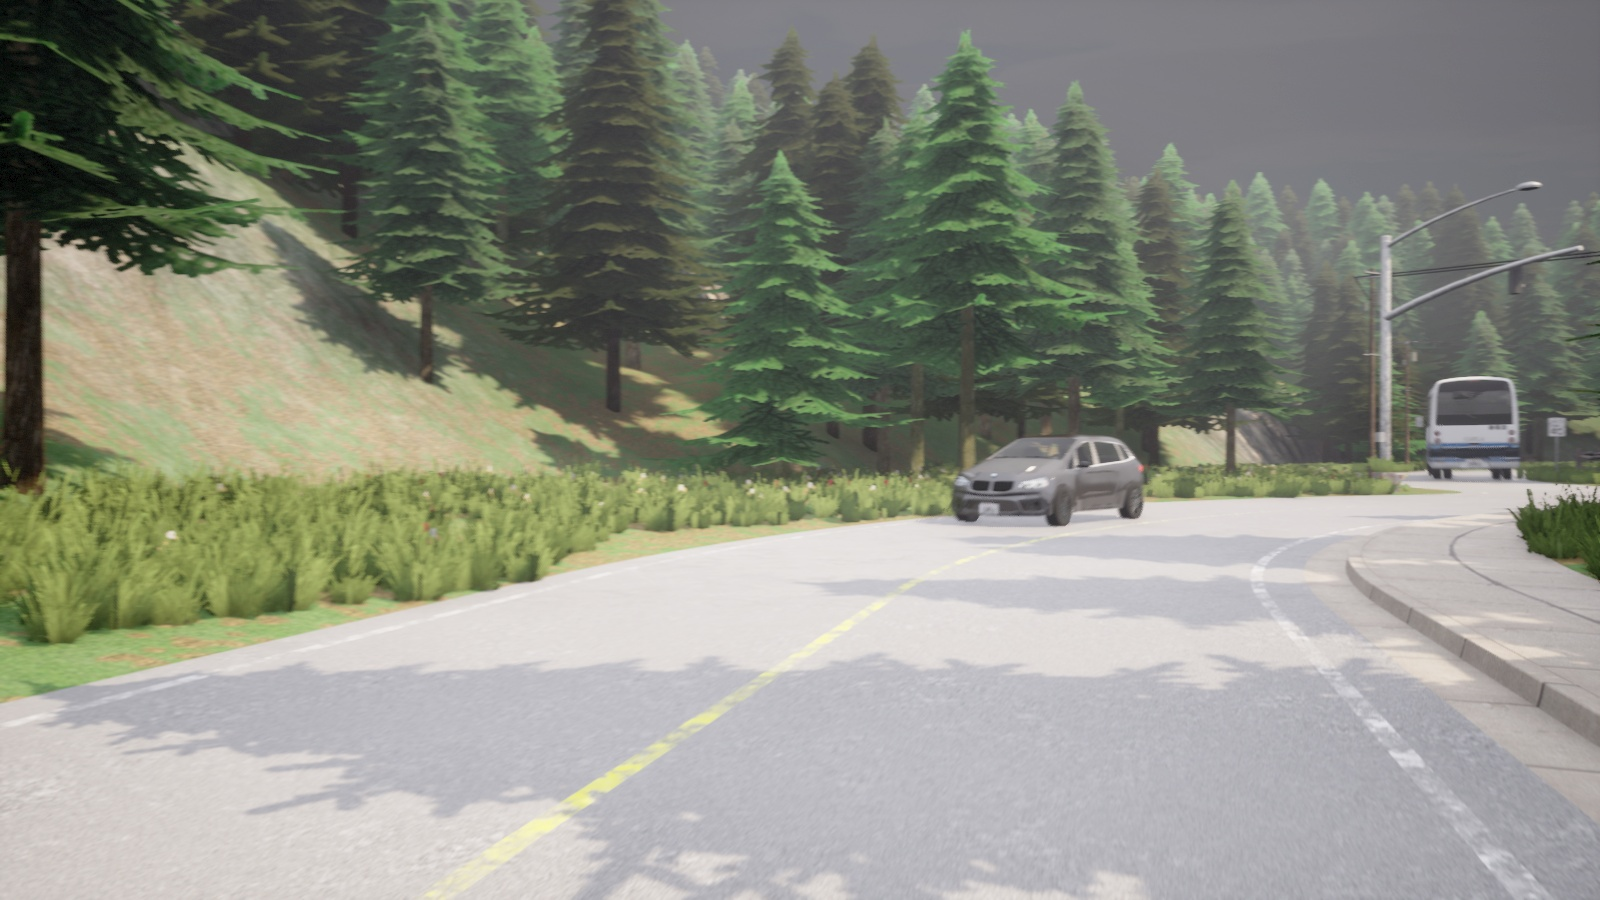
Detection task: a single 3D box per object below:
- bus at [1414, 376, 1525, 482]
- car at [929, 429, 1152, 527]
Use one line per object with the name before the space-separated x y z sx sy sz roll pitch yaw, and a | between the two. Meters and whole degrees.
bus | 29.682 -0.841 56.104 3.944 4.253 10.273 -1 0 26
car | 4.684 0.467 23.986 2.242 1.667 4.611 0 0 39
